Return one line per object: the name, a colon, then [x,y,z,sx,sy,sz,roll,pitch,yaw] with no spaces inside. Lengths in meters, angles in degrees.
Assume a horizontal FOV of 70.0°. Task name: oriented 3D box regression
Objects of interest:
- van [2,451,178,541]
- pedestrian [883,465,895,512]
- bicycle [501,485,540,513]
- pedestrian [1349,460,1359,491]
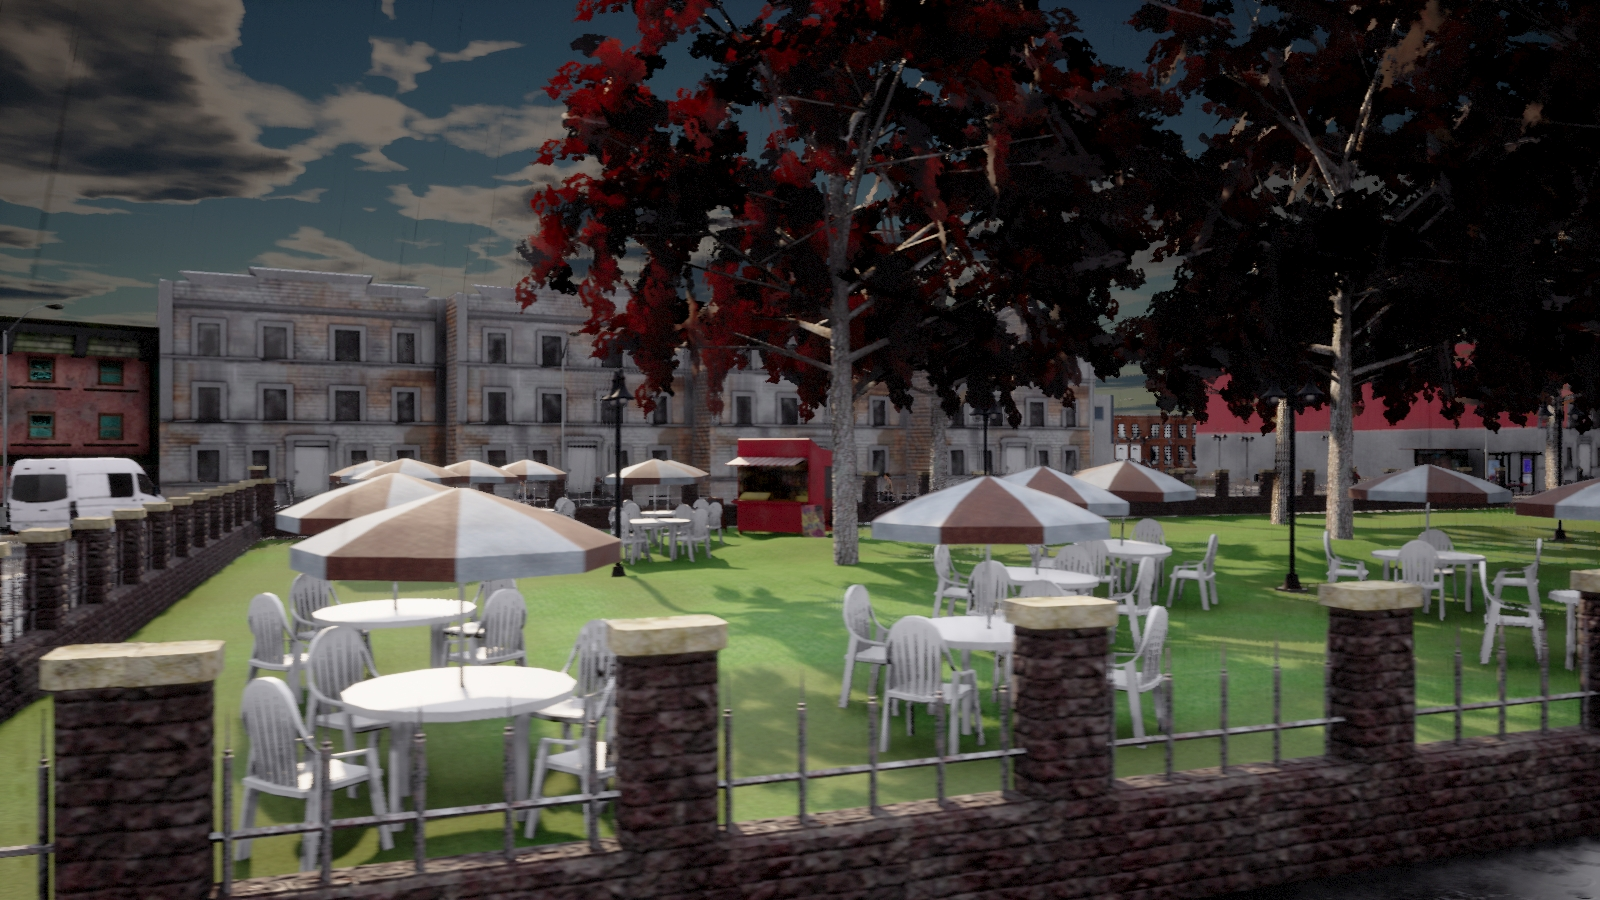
van: [-22.031,1.315,35.837,1.988,2.561,5.915,-1,0,-2]
pedestrian: [3.524,1.523,45.219,0.375,1.860,0.375,0,0,-8]
bicycle: [-11.667,2.036,47.719,1.487,1.080,0.859,0,0,-20]
pedestrian: [33.364,1.524,68.798,0.375,1.860,0.375,0,0,-20]
